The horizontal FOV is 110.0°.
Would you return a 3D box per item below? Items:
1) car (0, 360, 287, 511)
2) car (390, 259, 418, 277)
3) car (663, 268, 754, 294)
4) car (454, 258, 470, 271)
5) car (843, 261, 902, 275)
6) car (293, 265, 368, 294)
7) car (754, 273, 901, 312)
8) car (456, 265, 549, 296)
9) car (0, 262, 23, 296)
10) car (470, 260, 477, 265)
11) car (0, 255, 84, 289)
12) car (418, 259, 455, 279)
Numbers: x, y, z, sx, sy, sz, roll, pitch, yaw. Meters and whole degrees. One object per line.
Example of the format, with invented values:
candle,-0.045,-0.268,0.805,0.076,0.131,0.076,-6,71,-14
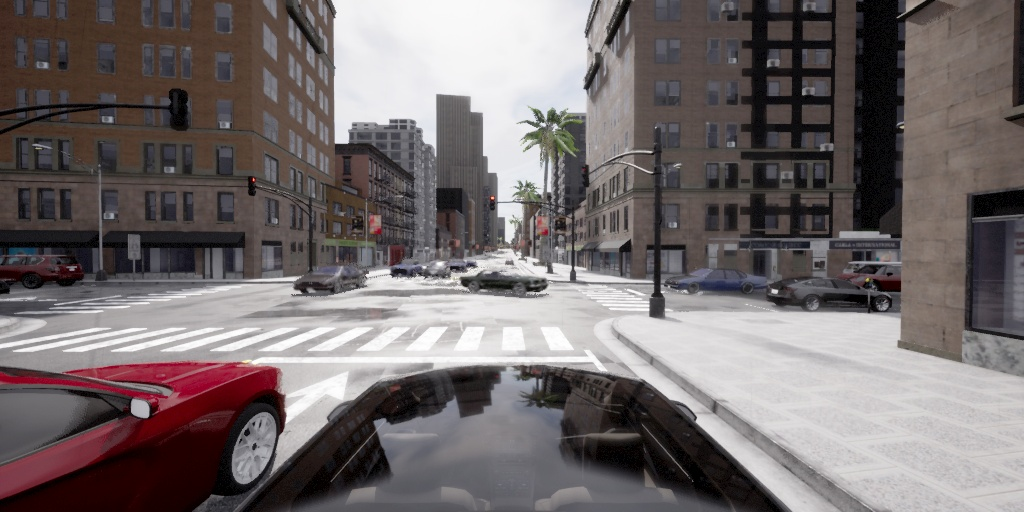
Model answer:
car,-3.144,1.228,1.490,1.882,1.535,5.008,0,0,1
car,-10.091,1.094,34.482,2.097,1.767,4.553,0,0,0
car,11.707,1.400,20.673,5.357,1.411,2.033,0,1,0
car,-6.914,1.090,45.071,2.097,1.767,4.553,0,0,0
car,21.177,1.279,20.682,4.553,1.767,2.097,0,1,0
car,-9.971,1.230,20.308,2.033,1.411,5.357,1,1,0
car,12.864,1.513,14.727,4.313,1.339,1.948,0,0,0
car,-0.447,1.347,19.308,4.718,1.301,1.895,0,0,33
car,-24.033,1.126,14.593,4.892,1.490,1.837,1,1,-9
car,-7.004,1.321,60.856,1.895,1.301,4.718,0,0,0
car,-27.277,0.836,19.927,5.009,1.841,2.192,0,0,-9
car,-6.774,1.234,32.735,2.128,1.511,4.902,0,0,-2
